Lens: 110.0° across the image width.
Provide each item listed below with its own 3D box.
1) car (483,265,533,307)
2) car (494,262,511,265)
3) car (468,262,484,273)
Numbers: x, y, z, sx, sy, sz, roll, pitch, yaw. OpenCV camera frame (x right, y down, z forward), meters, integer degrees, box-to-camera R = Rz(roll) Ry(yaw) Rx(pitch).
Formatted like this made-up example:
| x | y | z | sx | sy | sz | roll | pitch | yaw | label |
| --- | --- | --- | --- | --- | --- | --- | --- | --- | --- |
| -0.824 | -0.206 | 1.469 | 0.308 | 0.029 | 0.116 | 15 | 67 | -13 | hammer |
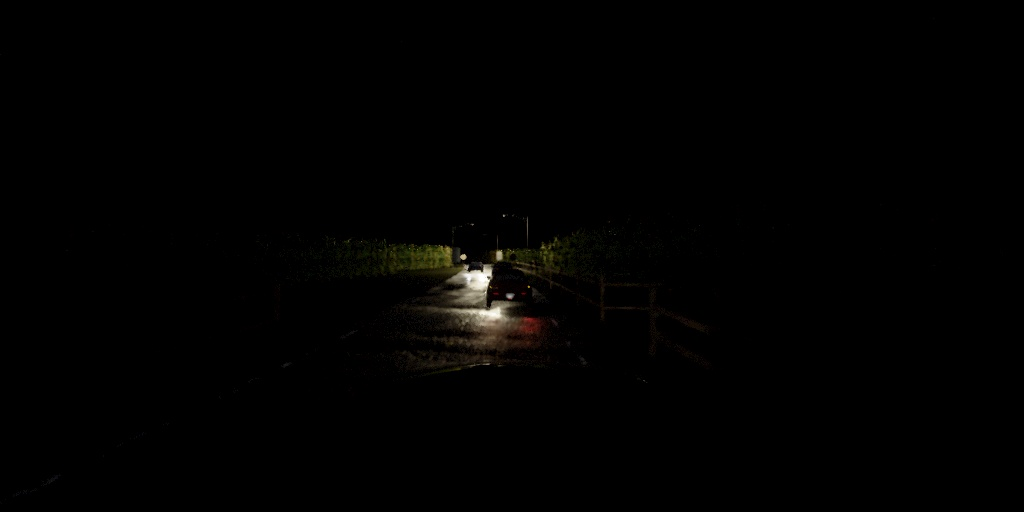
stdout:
| x | y | z | sx | sy | sz | roll | pitch | yaw | label |
| --- | --- | --- | --- | --- | --- | --- | --- | --- | --- |
| -0.134 | 1.288 | 15.536 | 1.812 | 1.442 | 4.674 | 0 | 0 | -1 | car |
| -0.856 | 1.261 | 32.011 | 1.882 | 1.535 | 5.008 | 0 | 0 | -3 | car |
| -4.503 | 1.412 | 45.024 | 1.895 | 1.301 | 4.718 | 0 | 0 | -4 | car |
